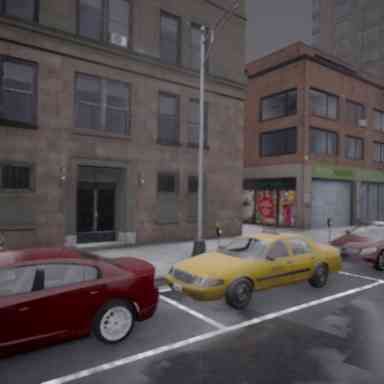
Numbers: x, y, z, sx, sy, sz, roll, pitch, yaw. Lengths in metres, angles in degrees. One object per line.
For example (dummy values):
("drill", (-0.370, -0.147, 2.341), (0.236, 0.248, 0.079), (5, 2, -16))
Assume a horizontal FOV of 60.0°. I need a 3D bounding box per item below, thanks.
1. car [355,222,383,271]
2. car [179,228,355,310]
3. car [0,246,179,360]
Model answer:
("car", (6.293, 1.692, 11.246), (4.206, 1.307, 1.802), (1, 0, -35))
("car", (1.684, 1.581, 7.957), (4.829, 1.417, 1.752), (1, 0, -35))
("car", (-2.650, 1.550, 4.866), (4.507, 1.381, 1.887), (1, 0, -35))
